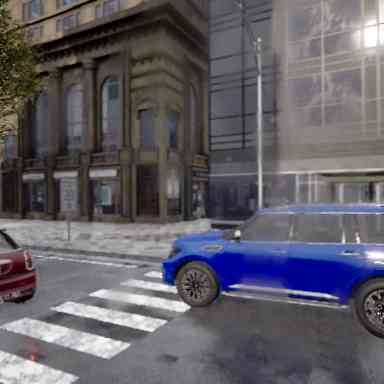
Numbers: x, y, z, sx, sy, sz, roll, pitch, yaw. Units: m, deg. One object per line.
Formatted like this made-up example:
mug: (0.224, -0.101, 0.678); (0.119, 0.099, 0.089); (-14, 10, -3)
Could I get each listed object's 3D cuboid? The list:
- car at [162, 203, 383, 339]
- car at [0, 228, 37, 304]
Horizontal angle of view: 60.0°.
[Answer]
car: (2.098, 1.253, 6.691); (5.566, 2.045, 2.150); (-1, -1, 28)
car: (-5.507, 1.490, 7.057); (4.553, 1.767, 2.097); (-1, -1, 28)
